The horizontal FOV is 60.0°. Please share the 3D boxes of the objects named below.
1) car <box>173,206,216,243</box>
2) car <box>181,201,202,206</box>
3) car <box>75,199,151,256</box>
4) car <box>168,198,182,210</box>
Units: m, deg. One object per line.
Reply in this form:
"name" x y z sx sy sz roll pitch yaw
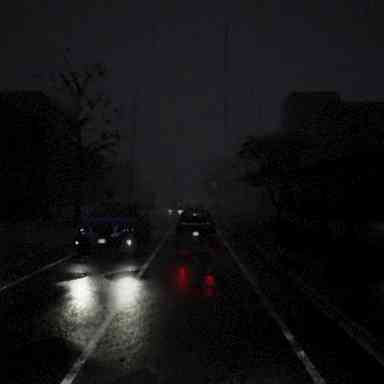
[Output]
"car" 0.181 1.661 17.087 2.128 1.511 4.902 0 -1 0
"car" 0.260 1.913 33.032 2.128 1.511 4.902 0 -1 0
"car" -3.035 1.342 14.000 2.150 2.045 5.566 0 -1 0
"car" -2.772 2.002 56.780 2.150 2.045 5.566 0 -1 1
